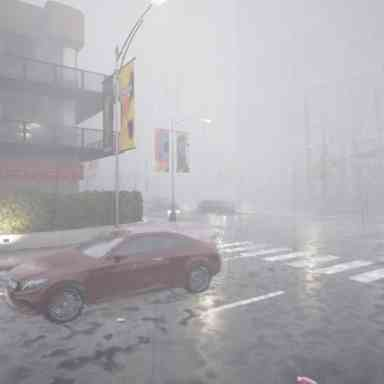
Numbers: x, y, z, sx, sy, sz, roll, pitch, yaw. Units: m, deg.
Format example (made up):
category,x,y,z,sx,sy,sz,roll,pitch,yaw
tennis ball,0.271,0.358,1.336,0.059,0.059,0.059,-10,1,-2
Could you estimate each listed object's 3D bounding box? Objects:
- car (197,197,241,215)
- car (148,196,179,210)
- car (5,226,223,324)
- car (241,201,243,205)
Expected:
category,x,y,z,sx,sy,sz,roll,pitch,yaw
car,2.388,1.505,33.814,1.837,1.490,4.892,0,0,-35
car,-3.391,1.564,42.080,1.994,1.385,4.181,0,0,-35
car,-1.411,1.525,7.273,4.674,1.442,1.812,0,0,-36
car,5.545,1.526,49.586,1.812,1.442,4.674,0,0,-35
